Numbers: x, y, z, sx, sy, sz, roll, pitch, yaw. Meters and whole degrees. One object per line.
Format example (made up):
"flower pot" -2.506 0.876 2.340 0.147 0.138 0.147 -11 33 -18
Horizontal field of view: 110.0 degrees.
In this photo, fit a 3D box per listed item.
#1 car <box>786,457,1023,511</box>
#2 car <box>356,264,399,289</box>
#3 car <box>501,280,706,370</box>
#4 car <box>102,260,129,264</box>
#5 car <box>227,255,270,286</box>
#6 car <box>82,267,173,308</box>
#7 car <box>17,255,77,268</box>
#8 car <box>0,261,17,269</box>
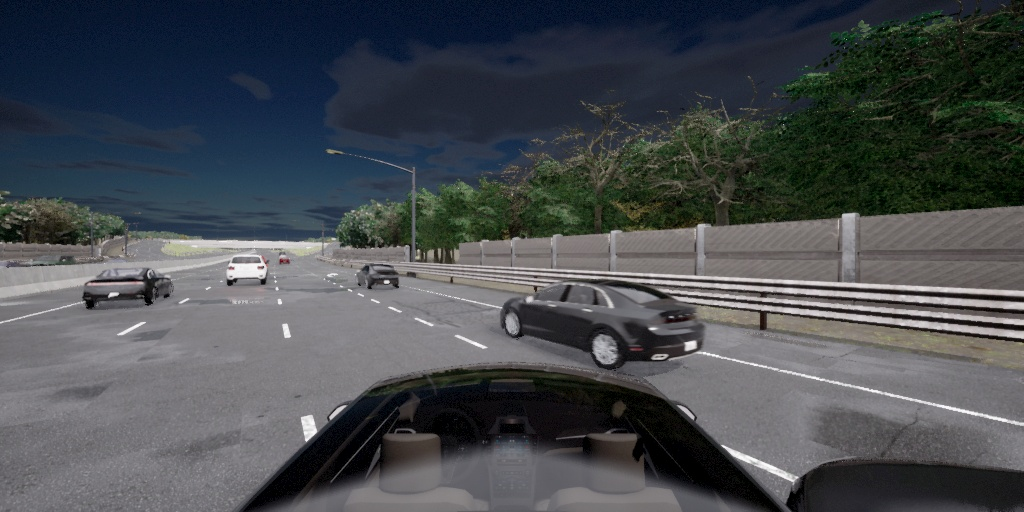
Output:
"car" 2.984 1.315 0.547 4.181 1.385 1.994 0 0 34
"car" -8.716 1.250 23.104 1.837 1.490 4.892 0 0 -34
"car" 1.576 1.252 7.898 1.837 1.490 4.892 0 -1 -34
"car" -47.564 1.181 43.132 1.882 1.535 5.008 0 0 -33
"car" -19.064 0.955 25.945 2.150 2.045 5.566 0 0 -34
"car" -16.076 1.235 15.239 2.128 1.511 4.902 0 0 -34
"car" -48.016 0.928 37.443 2.150 2.045 5.566 0 0 -33
"car" -51.184 1.253 35.903 2.033 1.411 5.357 0 0 -33
